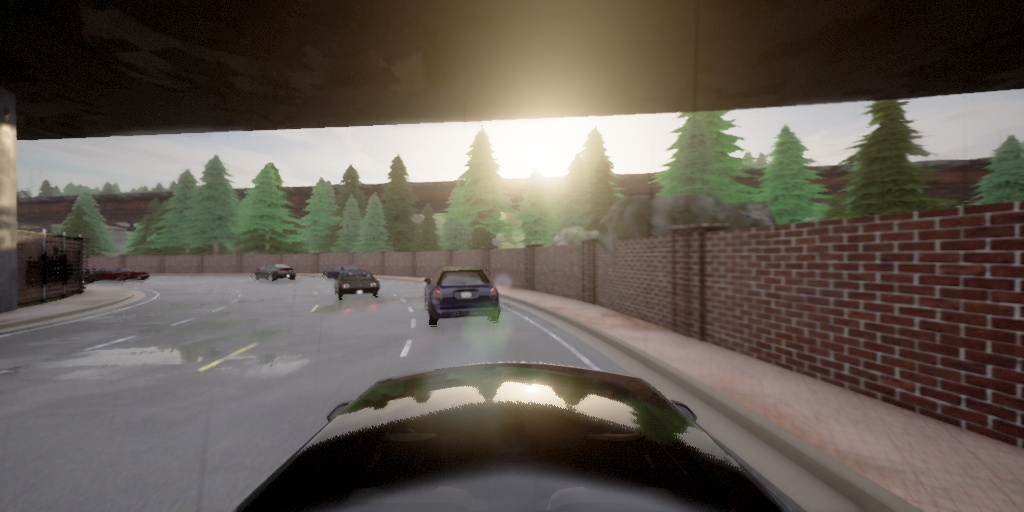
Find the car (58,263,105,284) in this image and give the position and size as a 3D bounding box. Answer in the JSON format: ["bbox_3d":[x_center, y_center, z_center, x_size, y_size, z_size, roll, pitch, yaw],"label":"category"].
[{"bbox_3d":[-37.846,1.340,29.891,5.566,2.045,2.150,-1,0,8],"label":"car"}]

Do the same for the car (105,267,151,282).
[{"bbox_3d":[-36.316,1.708,33.173,4.718,1.301,1.895,-1,0,9],"label":"car"}]

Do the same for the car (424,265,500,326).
[{"bbox_3d":[-1.857,1.132,12.203,2.097,1.767,4.553,-1,0,-15],"label":"car"}]

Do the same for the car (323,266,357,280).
[{"bbox_3d":[-14.923,1.520,31.936,4.718,1.301,1.895,-1,0,39],"label":"car"}]

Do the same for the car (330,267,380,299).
[{"bbox_3d":[-8.368,1.446,19.094,1.895,1.301,4.718,0,0,-29],"label":"car"}]

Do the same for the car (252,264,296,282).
[{"bbox_3d":[-21.250,1.479,31.988,4.892,1.490,1.837,-1,-1,32],"label":"car"}]
